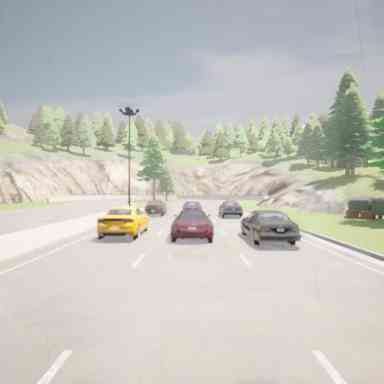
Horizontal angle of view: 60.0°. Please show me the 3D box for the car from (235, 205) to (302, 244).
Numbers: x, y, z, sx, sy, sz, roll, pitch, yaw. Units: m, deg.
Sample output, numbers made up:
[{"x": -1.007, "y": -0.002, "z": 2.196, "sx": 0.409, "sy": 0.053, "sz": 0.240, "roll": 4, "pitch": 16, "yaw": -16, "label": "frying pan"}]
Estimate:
[{"x": 3.508, "y": 1.548, "z": 15.635, "sx": 2.033, "sy": 1.411, "sz": 5.357, "roll": 0, "pitch": 0, "yaw": 0, "label": "car"}]

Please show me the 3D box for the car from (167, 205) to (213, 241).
[{"x": 0.018, "y": 1.564, "z": 16.582, "sx": 1.994, "sy": 1.385, "sz": 4.181, "roll": 0, "pitch": 0, "yaw": 0, "label": "car"}]

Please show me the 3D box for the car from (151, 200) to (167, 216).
[{"x": -3.479, "y": 1.525, "z": 32.014, "sx": 1.812, "sy": 1.442, "sz": 4.674, "roll": 0, "pitch": 0, "yaw": 0, "label": "car"}]

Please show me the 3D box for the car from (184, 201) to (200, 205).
[{"x": 0.008, "y": 1.548, "z": 30.635, "sx": 2.033, "sy": 1.411, "sz": 5.357, "roll": 0, "pitch": 0, "yaw": 0, "label": "car"}]

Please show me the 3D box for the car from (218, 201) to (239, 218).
[{"x": 3.510, "y": 1.548, "z": 30.658, "sx": 2.033, "sy": 1.411, "sz": 5.357, "roll": 0, "pitch": 0, "yaw": 0, "label": "car"}]

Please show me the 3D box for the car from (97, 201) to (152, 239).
[{"x": -3.476, "y": 1.477, "z": 17.365, "sx": 1.882, "sy": 1.535, "sz": 5.008, "roll": 0, "pitch": 0, "yaw": 0, "label": "car"}]
